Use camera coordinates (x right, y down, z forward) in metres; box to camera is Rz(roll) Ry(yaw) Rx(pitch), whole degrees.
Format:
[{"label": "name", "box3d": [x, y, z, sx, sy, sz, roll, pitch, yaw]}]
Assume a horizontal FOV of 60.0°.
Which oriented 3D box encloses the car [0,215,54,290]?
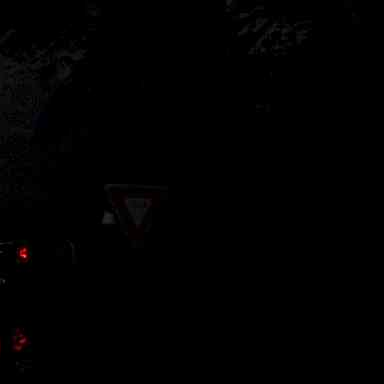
[{"label": "car", "box3d": [-5.154, 1.404, 9.252, 2.097, 1.767, 4.553, 2, 0, -17]}]
